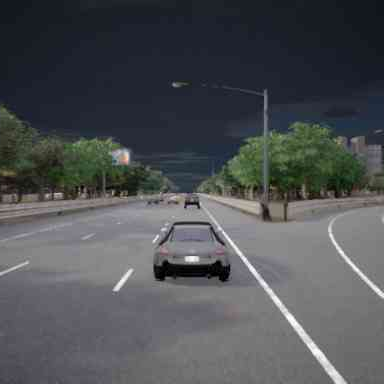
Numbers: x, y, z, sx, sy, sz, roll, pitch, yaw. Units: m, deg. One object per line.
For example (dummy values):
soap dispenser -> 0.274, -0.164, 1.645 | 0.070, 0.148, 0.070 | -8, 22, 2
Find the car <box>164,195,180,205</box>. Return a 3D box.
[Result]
car -> -3.493, 1.693, 61.394 | 1.895, 1.301, 4.718 | 0, 0, 0

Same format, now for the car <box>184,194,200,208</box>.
car -> 0.006, 1.277, 48.776 | 2.150, 2.045, 5.566 | 0, 0, 0

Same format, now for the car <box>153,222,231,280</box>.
car -> 0.001, 1.567, 9.940 | 1.994, 1.385, 4.181 | 0, 0, 0

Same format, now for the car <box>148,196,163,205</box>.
car -> -6.993, 1.594, 60.949 | 1.837, 1.490, 4.892 | 0, 0, 0

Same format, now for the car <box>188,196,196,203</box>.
car -> 0.007, 1.510, 72.169 | 1.812, 1.442, 4.674 | 0, 0, 0

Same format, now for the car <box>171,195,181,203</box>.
car -> -3.493, 1.450, 71.865 | 1.882, 1.535, 5.008 | 0, 0, 0
